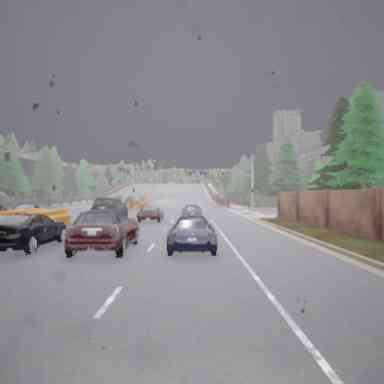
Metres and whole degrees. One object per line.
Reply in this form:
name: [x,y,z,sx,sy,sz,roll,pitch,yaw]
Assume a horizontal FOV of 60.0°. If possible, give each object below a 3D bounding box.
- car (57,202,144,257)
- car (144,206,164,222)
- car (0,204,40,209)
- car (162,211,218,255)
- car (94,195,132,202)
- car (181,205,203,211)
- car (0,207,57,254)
car: [-3.500,1.480,13.744,2.097,1.767,4.553,0,-1,0]
car: [-3.504,1.872,28.765,1.895,1.301,4.718,0,0,0]
car: [-14.010,1.793,28.250,1.812,1.442,4.674,0,-1,0]
car: [0.004,1.697,13.975,1.994,1.385,4.181,0,0,0]
car: [-7.005,1.487,28.681,2.150,2.045,5.566,0,0,0]
car: [-0.005,1.818,28.650,2.033,1.411,5.357,0,-1,0]
car: [-6.995,1.612,14.129,1.882,1.535,5.008,0,0,0]
